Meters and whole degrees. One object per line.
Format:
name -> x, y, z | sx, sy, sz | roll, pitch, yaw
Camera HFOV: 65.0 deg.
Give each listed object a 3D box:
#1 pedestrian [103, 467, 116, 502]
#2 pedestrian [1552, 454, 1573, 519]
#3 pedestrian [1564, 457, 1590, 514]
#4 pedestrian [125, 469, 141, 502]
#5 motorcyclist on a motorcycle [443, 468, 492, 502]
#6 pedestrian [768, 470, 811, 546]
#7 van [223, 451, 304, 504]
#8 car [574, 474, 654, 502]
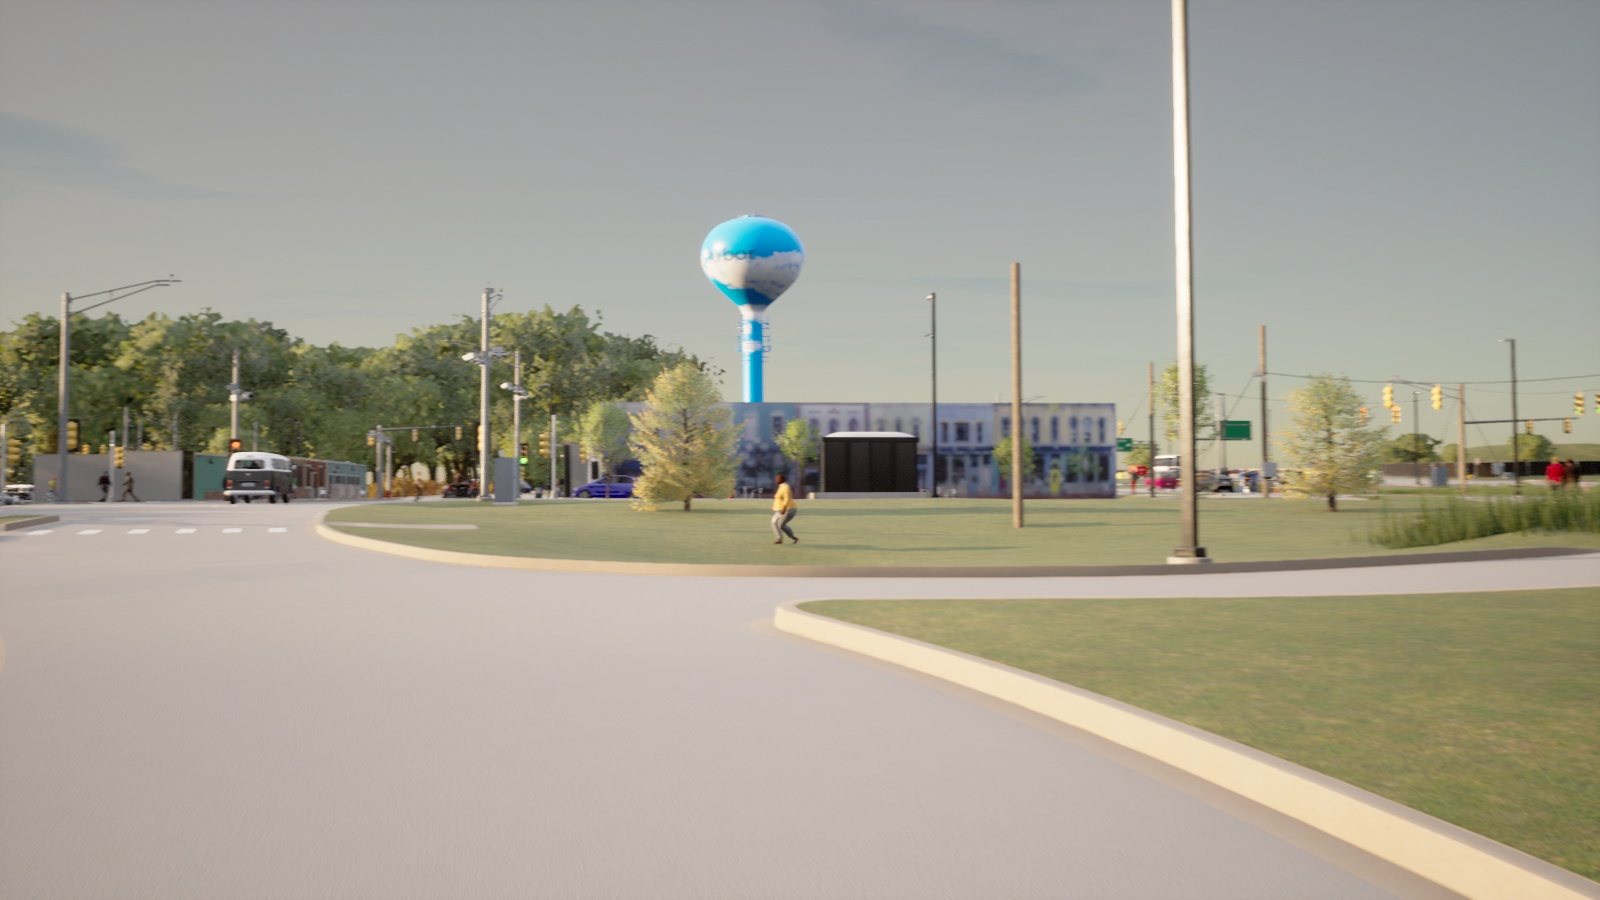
pedestrian -> -36.700, 1.850, 66.754 | 0.376, 1.854, 0.720 | 0, -3, -12
pedestrian -> 21.855, 1.055, 35.986 | 0.331, 1.846, 0.636 | -1, -3, 19
pedestrian -> 25.373, 1.151, 41.026 | 0.431, 1.840, 0.703 | 0, -2, 7
pedestrian -> -38.615, 2.073, 72.731 | 0.692, 1.930, 0.396 | 1, -3, -16
motorcyclist on a motorcycle -> -16.141, 1.715, 61.095 | 0.766, 1.649, 2.350 | -1, -3, 34
pedestrian -> -0.264, 1.425, 30.901 | 0.900, 1.855, 0.874 | 0, -3, -11
van -> -21.551, 1.121, 50.654 | 2.069, 2.038, 4.480 | 0, -2, -11
car -> -10.166, 2.107, 68.872 | 4.193, 1.474, 1.816 | 0, -3, -4
